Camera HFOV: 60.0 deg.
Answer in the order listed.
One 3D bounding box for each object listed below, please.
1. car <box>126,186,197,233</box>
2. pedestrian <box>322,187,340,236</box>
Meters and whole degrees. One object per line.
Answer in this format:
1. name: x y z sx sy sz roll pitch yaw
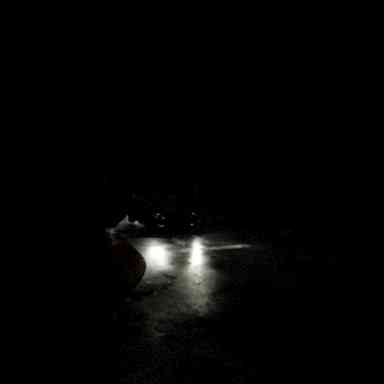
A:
1. car: -1.429 0.706 14.328 1.882 1.535 5.008 0 3 -23
2. pedestrian: 5.212 0.703 12.503 0.375 1.860 0.375 3 -1 -22
